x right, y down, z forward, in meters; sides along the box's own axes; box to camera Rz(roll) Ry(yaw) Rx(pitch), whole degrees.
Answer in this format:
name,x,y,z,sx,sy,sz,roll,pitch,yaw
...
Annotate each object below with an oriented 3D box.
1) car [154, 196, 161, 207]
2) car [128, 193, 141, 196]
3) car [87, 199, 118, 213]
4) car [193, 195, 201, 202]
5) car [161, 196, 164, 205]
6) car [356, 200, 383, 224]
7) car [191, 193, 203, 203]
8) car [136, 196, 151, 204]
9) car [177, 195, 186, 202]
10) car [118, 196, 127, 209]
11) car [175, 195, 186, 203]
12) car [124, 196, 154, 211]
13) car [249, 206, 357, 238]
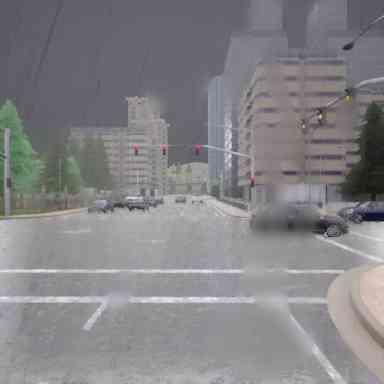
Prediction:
name,x,y,z,sx,sy,sz,roll,pitch,yaw
car,-6.231,1.560,49.479,1.994,1.385,4.181,0,0,0
car,-9.660,1.217,55.454,2.150,2.045,5.566,0,0,1
car,-9.847,1.523,36.394,1.812,1.442,4.674,0,0,1
car,1.132,1.516,76.600,1.812,1.442,4.674,0,0,1
car,-6.105,1.473,59.936,1.882,1.535,5.008,0,0,0
car,12.948,1.350,24.066,4.553,1.767,2.097,0,0,1
car,1.037,1.216,66.915,2.150,2.045,5.566,0,0,1
car,-9.511,1.486,65.686,2.128,1.511,4.902,0,0,1
car,-2.361,1.472,77.288,1.882,1.535,5.008,0,0,1
car,-9.773,1.597,45.494,1.895,1.301,4.718,0,0,1
car,-2.349,1.559,68.332,1.994,1.385,4.181,0,0,1
car,-6.325,1.544,40.272,2.033,1.411,5.357,0,0,1
car,5.373,1.503,16.935,4.892,1.490,1.837,0,0,1
